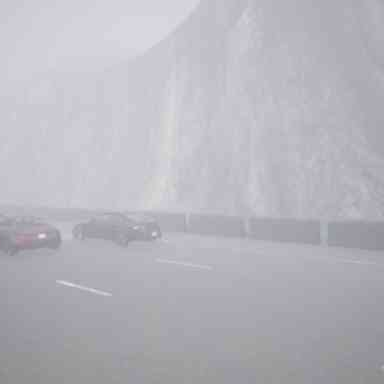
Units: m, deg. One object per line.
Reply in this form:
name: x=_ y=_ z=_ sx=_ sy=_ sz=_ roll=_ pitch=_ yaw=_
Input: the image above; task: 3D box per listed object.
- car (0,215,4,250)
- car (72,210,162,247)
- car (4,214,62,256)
car: x=-8.048 y=1.243 z=9.755 sx=5.566 sy=2.045 sz=2.150 roll=0 pitch=0 yaw=36
car: x=-3.431 y=1.555 z=15.058 sx=4.674 sy=1.442 sz=1.812 roll=0 pitch=0 yaw=36
car: x=-7.151 y=1.588 z=13.417 sx=4.181 sy=1.385 sz=1.994 roll=0 pitch=0 yaw=36
